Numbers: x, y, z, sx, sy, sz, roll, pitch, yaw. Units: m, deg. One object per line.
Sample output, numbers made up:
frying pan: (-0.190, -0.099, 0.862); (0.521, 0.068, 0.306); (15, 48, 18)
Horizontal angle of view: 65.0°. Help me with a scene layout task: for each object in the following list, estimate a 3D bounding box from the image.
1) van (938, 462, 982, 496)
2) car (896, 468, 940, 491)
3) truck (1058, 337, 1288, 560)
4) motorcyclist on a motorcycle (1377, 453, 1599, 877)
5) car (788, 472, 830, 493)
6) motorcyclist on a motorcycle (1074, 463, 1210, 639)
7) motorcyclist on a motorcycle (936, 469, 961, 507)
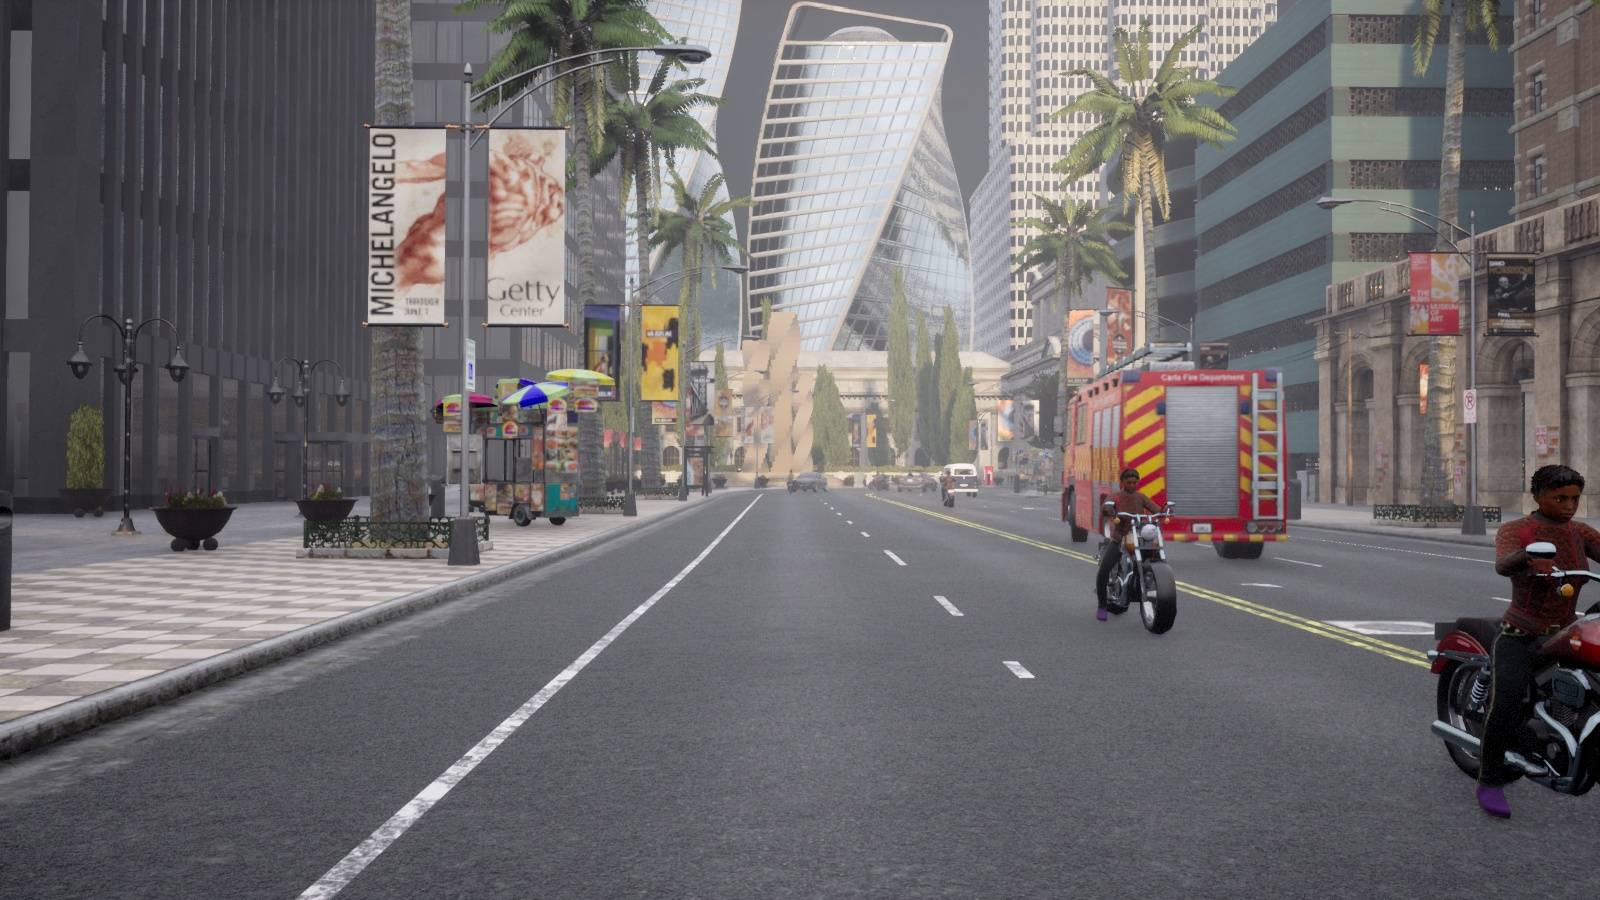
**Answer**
van: (9.805, 1.795, 77.389); (2.069, 2.038, 4.480); (0, -1, -1)
car: (9.001, 2.221, 95.414); (2.242, 1.667, 4.611); (-1, -1, 20)
truck: (7.293, 0.055, 25.898); (2.891, 3.827, 8.468); (0, -1, 5)
motorcyclist on a motorcycle: (3.492, 0.844, 5.565); (0.766, 1.649, 2.350); (0, -1, 0)
car: (0.720, 2.367, 92.544); (1.837, 1.490, 4.892); (-1, -1, 16)
motorcyclist on a motorcycle: (3.486, 0.969, 13.029); (0.766, 1.649, 2.350); (0, -1, 0)
motorcyclist on a motorcycle: (6.572, 1.672, 55.696); (0.766, 1.649, 2.350); (0, -1, -1)
